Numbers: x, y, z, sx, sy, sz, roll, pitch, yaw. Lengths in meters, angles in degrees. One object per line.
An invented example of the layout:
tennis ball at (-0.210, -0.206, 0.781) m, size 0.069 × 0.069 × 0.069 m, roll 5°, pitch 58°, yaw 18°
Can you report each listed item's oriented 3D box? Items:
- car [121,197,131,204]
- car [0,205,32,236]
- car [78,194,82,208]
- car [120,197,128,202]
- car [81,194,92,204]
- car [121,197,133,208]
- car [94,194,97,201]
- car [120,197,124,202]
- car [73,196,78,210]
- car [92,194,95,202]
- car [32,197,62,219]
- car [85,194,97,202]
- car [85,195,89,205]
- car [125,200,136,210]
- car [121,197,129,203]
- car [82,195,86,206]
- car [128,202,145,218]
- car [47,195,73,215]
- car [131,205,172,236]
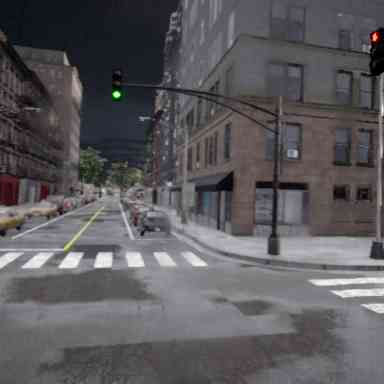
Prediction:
car at (-14.466, 1.933, 72.687) m, size 1.887 × 1.381 × 4.507 m, roll 2°, pitch -1°, yaw -13°
car at (-10.047, 1.392, 17.290) m, size 1.752 × 1.417 × 4.829 m, roll 2°, pitch -1°, yaw -13°
car at (-16.185, 1.422, 44.178) m, size 1.967 × 1.590 × 4.097 m, roll 2°, pitch -1°, yaw -13°
car at (-18.134, 2.009, 88.719) m, size 2.008 × 1.369 × 4.403 m, roll 2°, pitch -1°, yaw -13°
car at (-19.843, 1.366, 60.213) m, size 2.192 × 1.841 × 5.009 m, roll 2°, pitch -1°, yaw -13°
car at (-8.353, 1.823, 45.968) m, size 2.008 × 1.369 × 4.403 m, roll 2°, pitch -1°, yaw -13°
car at (-23.505, 1.436, 76.246) m, size 2.192 × 1.841 × 5.009 m, roll 2°, pitch -1°, yaw -13°
car at (-9.576, 1.846, 51.312) m, size 2.008 × 1.369 × 4.403 m, roll 2°, pitch -1°, yaw -13°
car at (-14.964, 1.399, 38.834) m, size 1.967 × 1.590 × 4.097 m, roll 2°, pitch -1°, yaw -13°
car at (-22.294, 1.679, 70.898) m, size 1.802 × 1.307 × 4.206 m, roll 2°, pitch -1°, yaw -13°
car at (-12.488, 1.437, 27.978) m, size 1.752 × 1.417 × 4.829 m, roll 2°, pitch -1°, yaw -13°
car at (-24.726, 1.460, 81.590) m, size 2.192 × 1.841 × 5.009 m, roll 2°, pitch -1°, yaw -13°
car at (-18.631, 1.594, 54.865) m, size 1.947 × 1.339 × 4.313 m, roll 2°, pitch -1°, yaw -13°
car at (-4.685, 1.755, 29.936) m, size 2.008 × 1.369 × 4.403 m, roll 2°, pitch -1°, yaw -13°
car at (-16.912, 2.017, 83.375) m, size 1.802 × 1.307 × 4.206 m, roll 2°, pitch -1°, yaw -13°
car at (-17.410, 1.555, 49.521) m, size 2.008 × 1.369 × 4.403 m, roll 2°, pitch -1°, yaw -13°
car at (-3.462, 1.726, 24.593) m, size 1.887 × 1.381 × 4.507 m, roll 2°, pitch -1°, yaw -13°
car at (-13.739, 1.251, 33.491) m, size 2.192 × 1.841 × 5.009 m, roll 2°, pitch -1°, yaw -13°
car at (-2.240, 1.709, 19.249) m, size 2.008 × 1.369 × 4.403 m, roll 2°, pitch -1°, yaw -13°
